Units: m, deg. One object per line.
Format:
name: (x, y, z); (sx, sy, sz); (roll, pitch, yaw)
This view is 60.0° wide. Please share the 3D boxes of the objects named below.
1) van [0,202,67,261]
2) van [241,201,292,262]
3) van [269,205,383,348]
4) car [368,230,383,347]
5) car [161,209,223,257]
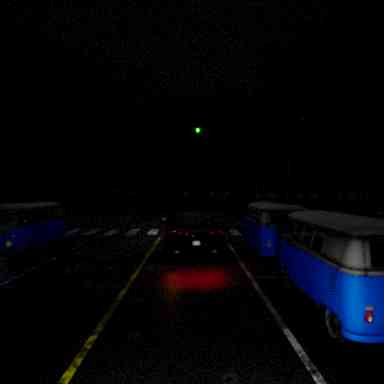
van: (-5.762, 1.255, 11.472); (1.690, 1.788, 3.998); (0, 0, 0)
van: (2.763, 1.255, 11.471); (1.690, 1.788, 3.998); (0, 0, 0)
van: (2.762, 1.295, 6.033); (1.690, 1.788, 3.998); (0, 0, 0)
car: (2.761, 1.310, 0.596); (2.192, 1.841, 5.009); (0, 0, 0)
car: (-0.110, 1.383, 12.574); (1.882, 1.535, 5.008); (0, 0, -6)
